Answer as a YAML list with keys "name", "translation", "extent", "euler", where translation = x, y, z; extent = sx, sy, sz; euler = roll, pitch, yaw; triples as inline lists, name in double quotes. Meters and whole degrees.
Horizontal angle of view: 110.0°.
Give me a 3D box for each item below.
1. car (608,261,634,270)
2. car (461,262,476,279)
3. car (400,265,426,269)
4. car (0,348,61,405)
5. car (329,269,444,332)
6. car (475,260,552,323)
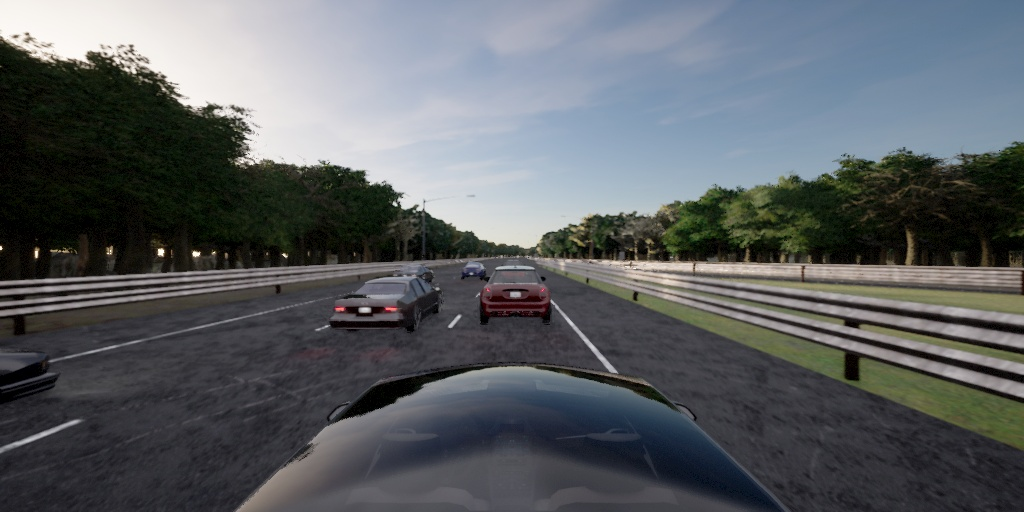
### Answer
- name: "car"
  translation: [17.480, 1.492, 57.681]
  extent: [2.033, 1.411, 5.357]
  euler: [0, 0, -17]
- name: "car"
  translation: [-3.386, 1.297, 32.237]
  extent: [1.812, 1.442, 4.674]
  euler: [0, 0, 0]
- name: "car"
  translation: [-6.898, 1.310, 25.507]
  extent: [2.033, 1.411, 5.357]
  euler: [0, 0, 0]
- name: "car"
  translation: [-6.894, 1.290, 2.190]
  extent: [2.033, 1.411, 5.357]
  euler: [1, 0, 0]
- name: "car"
  translation: [-3.396, 1.298, 10.792]
  extent: [2.033, 1.411, 5.357]
  euler: [0, 0, 0]
- name: "car"
  translation: [0.101, 1.103, 12.191]
  extent: [2.097, 1.767, 4.553]
  euler: [0, 0, 0]
